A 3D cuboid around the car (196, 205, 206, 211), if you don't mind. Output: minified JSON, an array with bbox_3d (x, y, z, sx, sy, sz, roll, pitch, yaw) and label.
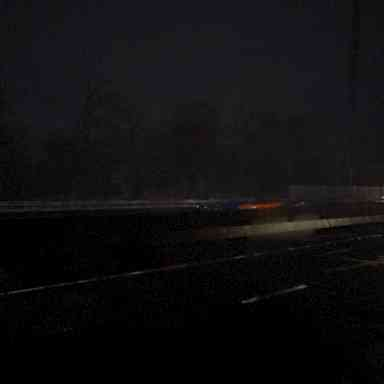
[{"bbox_3d":[2.787,1.602,35.245,4.718,1.301,1.895,0,0,-33],"label":"car"}]

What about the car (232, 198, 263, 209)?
[{"bbox_3d":[6.222,1.352,29.824,4.553,1.767,2.097,0,0,-35],"label":"car"}]

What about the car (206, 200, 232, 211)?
[{"bbox_3d":[4.176,1.479,32.662,5.008,1.535,1.882,0,0,-35],"label":"car"}]

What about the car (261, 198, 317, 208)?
[{"bbox_3d":[8.294,1.493,27.001,4.902,1.511,2.128,0,0,-35],"label":"car"}]
